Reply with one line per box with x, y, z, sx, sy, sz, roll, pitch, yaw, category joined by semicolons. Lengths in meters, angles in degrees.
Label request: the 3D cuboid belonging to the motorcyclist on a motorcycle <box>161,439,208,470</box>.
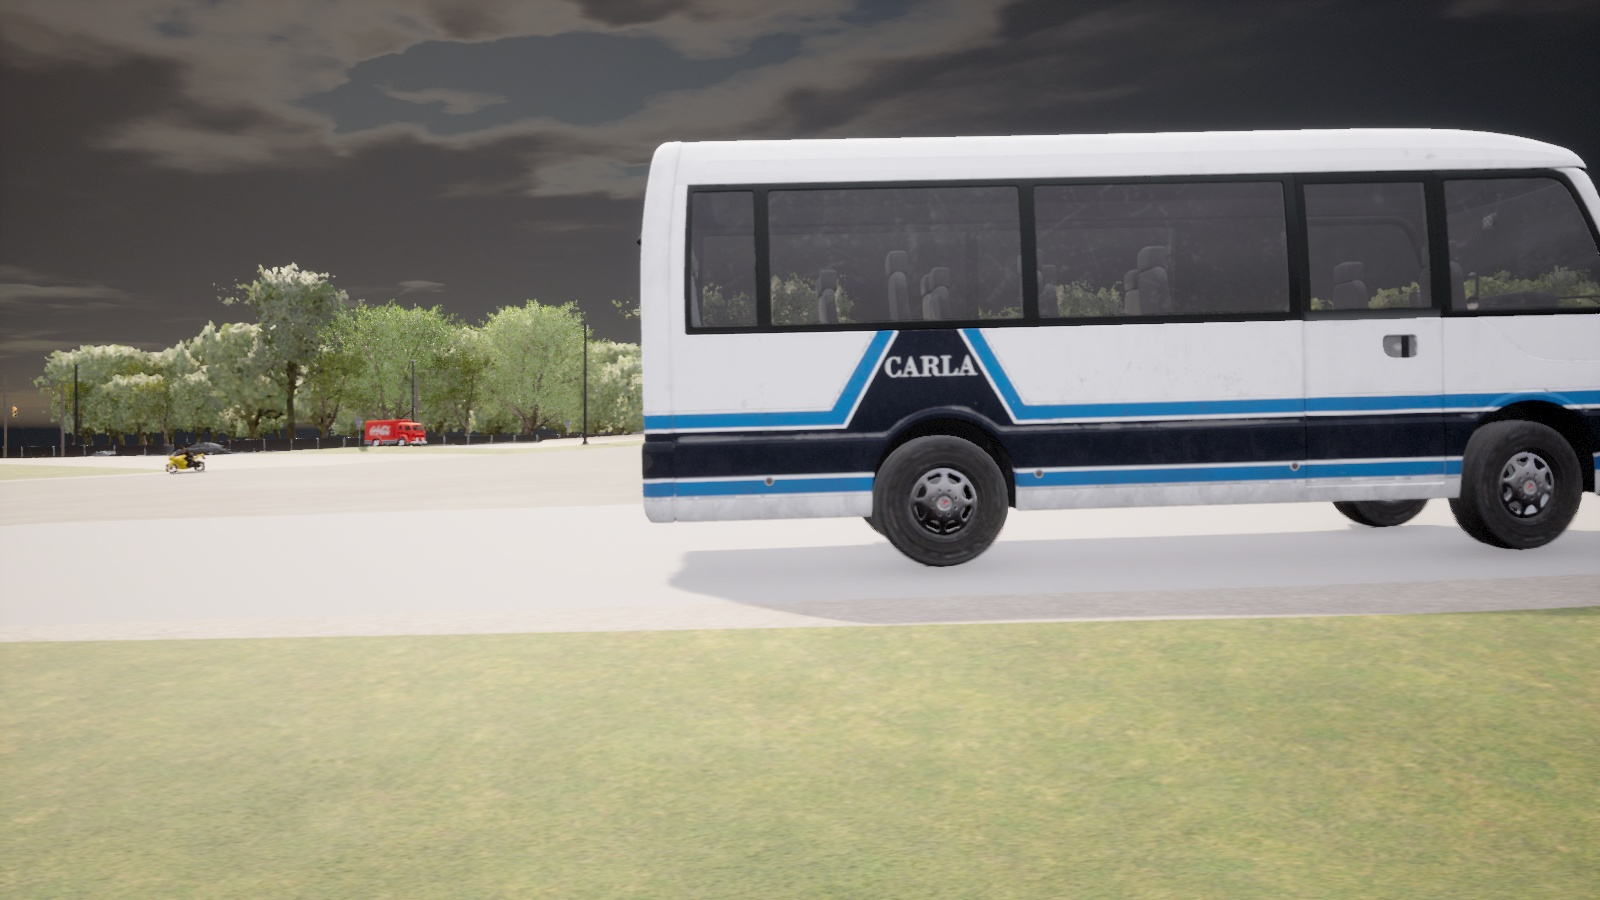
-33.216;0.233;67.768;2.044;1.523;0.797;-5;3;-39;motorcyclist on a motorcycle

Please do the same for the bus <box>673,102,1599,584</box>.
3.954;-1.065;13.463;10.273;4.253;3.944;-1;2;-2;bus
